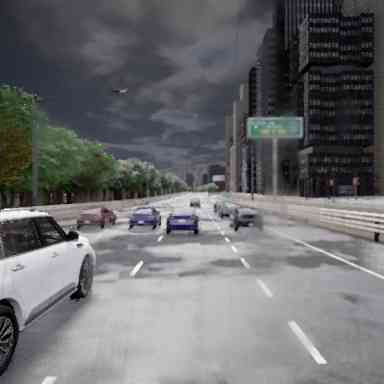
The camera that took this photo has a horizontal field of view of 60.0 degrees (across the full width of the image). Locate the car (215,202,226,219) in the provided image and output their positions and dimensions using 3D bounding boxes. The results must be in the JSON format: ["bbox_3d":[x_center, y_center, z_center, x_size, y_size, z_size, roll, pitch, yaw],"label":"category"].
[{"bbox_3d":[3.694,1.986,33.593,1.895,1.301,4.718,0,-1,1],"label":"car"}]

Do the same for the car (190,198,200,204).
[{"bbox_3d":[0.580,2.122,60.213,1.812,1.442,4.674,0,0,1],"label":"car"}]

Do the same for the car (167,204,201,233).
[{"bbox_3d":[-0.493,1.764,21.768,2.163,1.488,4.792,0,-1,2],"label":"car"}]

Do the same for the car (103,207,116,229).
[{"bbox_3d":[-6.785,1.808,23.876,1.812,1.442,4.674,0,-1,0],"label":"car"}]

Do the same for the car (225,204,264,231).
[{"bbox_3d":[3.604,1.774,22.593,1.837,1.490,4.892,0,-1,0],"label":"car"}]

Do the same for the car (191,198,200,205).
[{"bbox_3d":[0.773,2.139,75.315,1.882,1.535,5.008,0,0,1],"label":"car"}]

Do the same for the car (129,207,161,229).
[{"bbox_3d":[-3.285,1.808,23.823,1.812,1.442,4.674,0,-1,0],"label":"car"}]

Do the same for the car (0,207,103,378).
[{"bbox_3d":[-3.384,1.294,5.582,2.150,2.045,5.566,0,-1,0],"label":"car"}]

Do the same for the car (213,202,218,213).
[{"bbox_3d":[3.809,2.035,44.533,2.033,1.411,5.357,0,-1,1],"label":"car"}]
